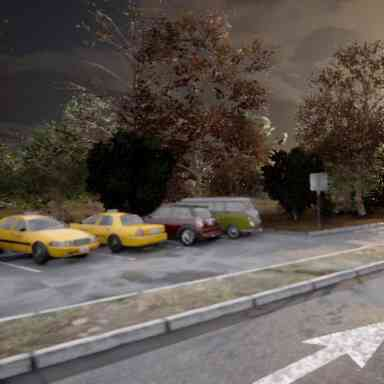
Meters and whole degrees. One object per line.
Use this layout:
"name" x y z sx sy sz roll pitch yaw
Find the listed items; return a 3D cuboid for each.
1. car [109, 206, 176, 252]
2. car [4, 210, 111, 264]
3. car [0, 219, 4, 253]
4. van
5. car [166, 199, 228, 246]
"car" -3.520 1.505 13.944 5.366 1.575 1.946 -1 -1 34
"car" -5.601 1.496 11.995 5.366 1.575 1.946 -1 -1 34
"car" -8.156 1.538 10.358 4.674 1.452 2.002 -1 -1 35
"van" 1.482 1.286 17.319 4.442 1.987 1.878 -1 -1 33
"car" -0.959 1.383 15.584 4.553 1.767 2.185 -1 -1 34
